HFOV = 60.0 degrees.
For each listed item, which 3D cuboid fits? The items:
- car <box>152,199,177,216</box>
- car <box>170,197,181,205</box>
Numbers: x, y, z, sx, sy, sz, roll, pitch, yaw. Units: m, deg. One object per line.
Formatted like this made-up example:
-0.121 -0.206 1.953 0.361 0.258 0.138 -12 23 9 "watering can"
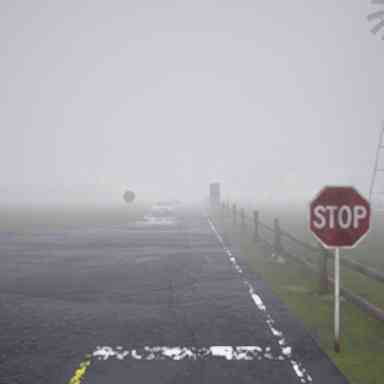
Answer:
-2.814 1.614 32.910 1.895 1.301 4.718 0 0 0 "car"
-2.865 1.553 57.795 1.994 1.385 4.181 0 0 0 "car"
